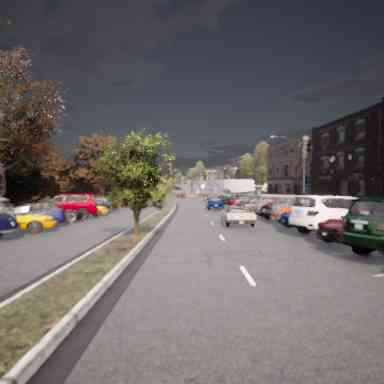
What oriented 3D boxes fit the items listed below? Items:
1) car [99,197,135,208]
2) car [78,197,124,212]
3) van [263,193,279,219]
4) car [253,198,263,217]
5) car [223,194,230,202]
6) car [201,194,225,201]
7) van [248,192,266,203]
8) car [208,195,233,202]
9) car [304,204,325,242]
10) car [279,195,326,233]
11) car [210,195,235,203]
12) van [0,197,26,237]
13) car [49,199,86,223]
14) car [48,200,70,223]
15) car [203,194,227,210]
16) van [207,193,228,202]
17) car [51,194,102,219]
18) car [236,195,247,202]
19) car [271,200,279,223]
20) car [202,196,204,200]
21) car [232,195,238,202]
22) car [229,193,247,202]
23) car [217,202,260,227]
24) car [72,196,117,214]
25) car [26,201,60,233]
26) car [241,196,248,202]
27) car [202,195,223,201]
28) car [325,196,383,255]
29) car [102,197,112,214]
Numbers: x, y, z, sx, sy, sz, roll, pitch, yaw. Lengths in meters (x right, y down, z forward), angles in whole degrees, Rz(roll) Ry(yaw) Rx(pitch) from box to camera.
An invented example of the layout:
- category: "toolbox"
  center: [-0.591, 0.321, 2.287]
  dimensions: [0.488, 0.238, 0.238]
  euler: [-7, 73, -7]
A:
- category: "car"
  center: [-10.852, 1.494, 47.892]
  dimensions: [4.792, 1.488, 2.163]
  euler: [-1, 0, -22]
- category: "car"
  center: [-10.623, 1.471, 38.990]
  dimensions: [5.008, 1.535, 2.097]
  euler: [-1, 0, -21]
- category: "van"
  center: [7.610, 1.232, 23.361]
  dimensions: [4.442, 1.987, 1.878]
  euler: [1, 0, -20]
- category: "car"
  center: [7.732, 1.486, 26.431]
  dimensions: [4.792, 1.488, 2.163]
  euler: [1, 0, -20]
- category: "car"
  center: [7.386, 1.430, 47.540]
  dimensions: [5.008, 1.535, 2.097]
  euler: [1, 0, -22]
- category: "car"
  center: [5.069, 1.383, 80.611]
  dimensions: [5.366, 1.575, 1.946]
  euler: [1, 0, -26]
- category: "van"
  center: [7.588, 1.226, 29.386]
  dimensions: [4.442, 1.987, 1.878]
  euler: [1, 0, -20]
- category: "car"
  center: [6.047, 1.400, 71.667]
  dimensions: [4.892, 1.521, 2.231]
  euler: [1, 0, -25]
- category: "car"
  center: [7.734, 1.469, 14.387]
  dimensions: [5.008, 1.535, 2.097]
  euler: [1, 0, -20]
- category: "car"
  center: [7.753, 1.215, 17.406]
  dimensions: [5.566, 2.045, 2.435]
  euler: [1, 0, -20]
- category: "car"
  center: [6.266, 1.442, 68.656]
  dimensions: [4.674, 1.452, 2.002]
  euler: [1, 0, -25]
- category: "van"
  center: [-10.358, 1.262, 15.256]
  dimensions: [4.442, 1.987, 1.878]
  euler: [-1, 0, -20]
- category: "car"
  center: [-10.460, 1.511, 24.154]
  dimensions: [4.792, 1.488, 2.163]
  euler: [-1, 0, -20]
- category: "car"
  center: [-10.504, 1.515, 21.151]
  dimensions: [4.792, 1.488, 2.163]
  euler: [-1, 0, -20]
- category: "car"
  center: [2.844, 1.435, 42.236]
  dimensions: [1.882, 1.535, 5.008]
  euler: [0, 0, -1]
- category: "van"
  center: [5.689, 1.168, 74.625]
  dimensions: [4.442, 1.987, 1.878]
  euler: [1, 0, -25]
- category: "car"
  center: [-10.526, 1.229, 27.103]
  dimensions: [5.566, 2.045, 2.435]
  euler: [-1, 0, -20]
- category: "car"
  center: [7.655, 1.446, 35.457]
  dimensions: [5.008, 1.535, 2.097]
  euler: [1, 0, -21]
- category: "car"
  center: [7.723, 1.463, 20.397]
  dimensions: [5.008, 1.535, 2.097]
  euler: [1, 0, -20]
- category: "car"
  center: [5.553, 1.266, 77.697]
  dimensions: [4.553, 1.767, 2.185]
  euler: [1, 0, -26]
- category: "car"
  center: [7.592, 1.443, 38.475]
  dimensions: [4.892, 1.521, 2.231]
  euler: [1, 0, -21]
- category: "car"
  center: [7.526, 1.312, 41.494]
  dimensions: [4.553, 1.767, 2.185]
  euler: [1, 0, -22]
- category: "car"
  center: [3.056, 1.578, 22.729]
  dimensions: [1.895, 1.301, 4.718]
  euler: [0, 0, 0]
- category: "car"
  center: [-10.553, 1.347, 36.034]
  dimensions: [4.553, 1.767, 2.185]
  euler: [-1, 0, -21]
- category: "car"
  center: [-10.295, 1.482, 18.255]
  dimensions: [5.366, 1.575, 1.946]
  euler: [-1, 0, -20]
- category: "car"
  center: [7.846, 1.449, 32.514]
  dimensions: [5.366, 1.575, 1.946]
  euler: [1, 0, -21]
- category: "car"
  center: [5.118, 1.420, 83.672]
  dimensions: [4.792, 1.488, 2.163]
  euler: [1, 0, -26]
- category: "car"
  center: [7.764, 1.221, 11.397]
  dimensions: [5.566, 2.045, 2.435]
  euler: [1, 0, -20]
- category: "car"
  center: [-10.343, 1.472, 30.157]
  dimensions: [5.366, 1.575, 1.946]
  euler: [-1, 0, -20]
